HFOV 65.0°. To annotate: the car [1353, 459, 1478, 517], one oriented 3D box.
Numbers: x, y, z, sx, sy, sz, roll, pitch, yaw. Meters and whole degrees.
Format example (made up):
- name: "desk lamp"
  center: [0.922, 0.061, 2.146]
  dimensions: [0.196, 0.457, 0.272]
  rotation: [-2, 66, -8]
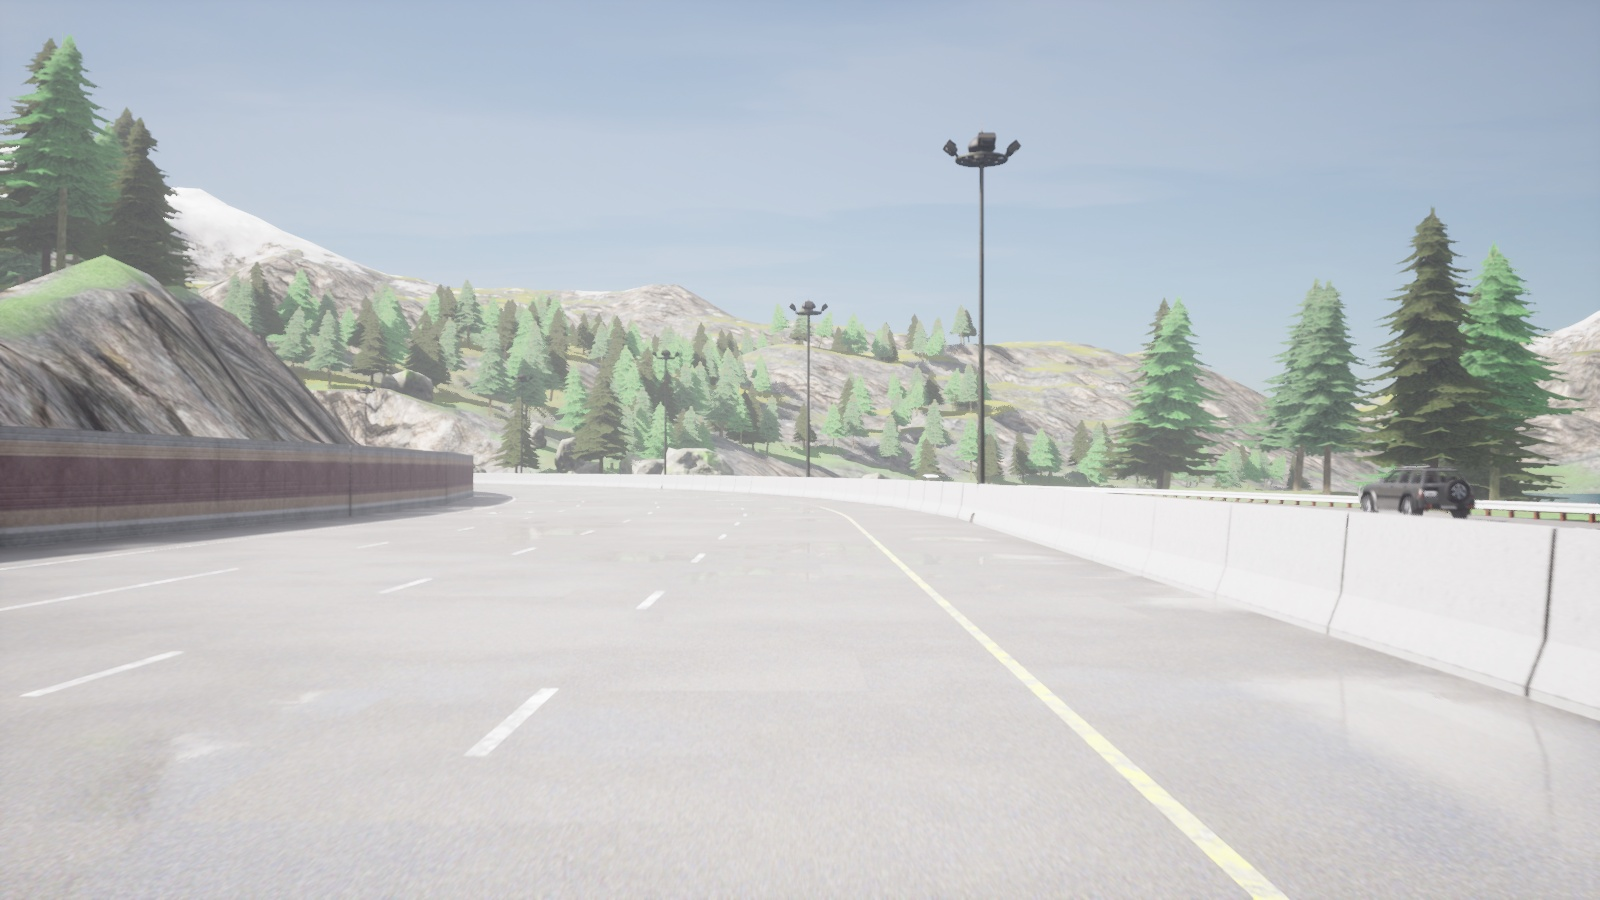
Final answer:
- name: "car"
  center: [20.866, 1.265, 42.817]
  dimensions: [1.932, 1.855, 4.605]
  rotation: [0, -1, -1]
